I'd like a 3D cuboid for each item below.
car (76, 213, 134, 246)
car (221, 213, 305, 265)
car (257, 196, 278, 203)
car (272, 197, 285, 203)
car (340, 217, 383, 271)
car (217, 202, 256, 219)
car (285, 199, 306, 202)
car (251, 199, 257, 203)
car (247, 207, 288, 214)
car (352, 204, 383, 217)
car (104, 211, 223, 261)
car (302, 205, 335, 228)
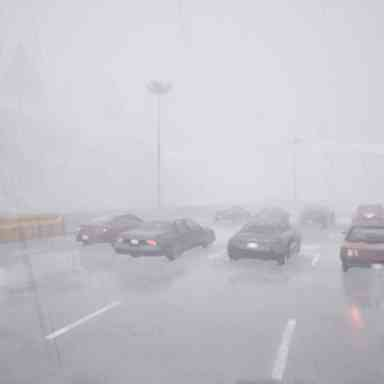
[{"bbox_3d":[-3.363,1.696,15.757,1.812,1.442,4.674,0,0,26],"label":"car"},{"bbox_3d":[2.821,1.696,12.476,1.994,1.385,4.181,0,-1,26],"label":"car"},{"bbox_3d":[17.242,1.981,72.619,5.566,2.045,2.150,1,-1,-44],"label":"car"},{"bbox_3d":[19.429,2.278,69.880,4.181,1.385,1.994,1,-1,-44],"label":"car"},{"bbox_3d":[5.907,1.713,10.839,1.895,1.301,4.718,0,-1,26],"label":"car"},{"bbox_3d":[3.489,1.825,28.485,1.812,1.442,4.674,0,0,32],"label":"car"},{"bbox_3d":[21.603,2.220,67.115,4.902,1.511,2.128,1,-1,-44],"label":"car"},{"bbox_3d":[15.089,2.287,75.403,4.892,1.490,1.837,1,-1,-42],"label":"car"},{"bbox_3d":[6.352,1.841,26.464,1.994,1.385,4.181,0,-1,32],"label":"car"},{"bbox_3d":[12.311,1.585,22.794,2.097,1.767,4.553,0,-1,32],"label":"car"},{"bbox_3d":[-0.788,1.688,13.093,2.033,1.411,5.357,0,-1,25],"label":"car"},{"bbox_3d":[9.328,1.762,24.627,1.837,1.490,4.892,0,0,32],"label":"car"}]
